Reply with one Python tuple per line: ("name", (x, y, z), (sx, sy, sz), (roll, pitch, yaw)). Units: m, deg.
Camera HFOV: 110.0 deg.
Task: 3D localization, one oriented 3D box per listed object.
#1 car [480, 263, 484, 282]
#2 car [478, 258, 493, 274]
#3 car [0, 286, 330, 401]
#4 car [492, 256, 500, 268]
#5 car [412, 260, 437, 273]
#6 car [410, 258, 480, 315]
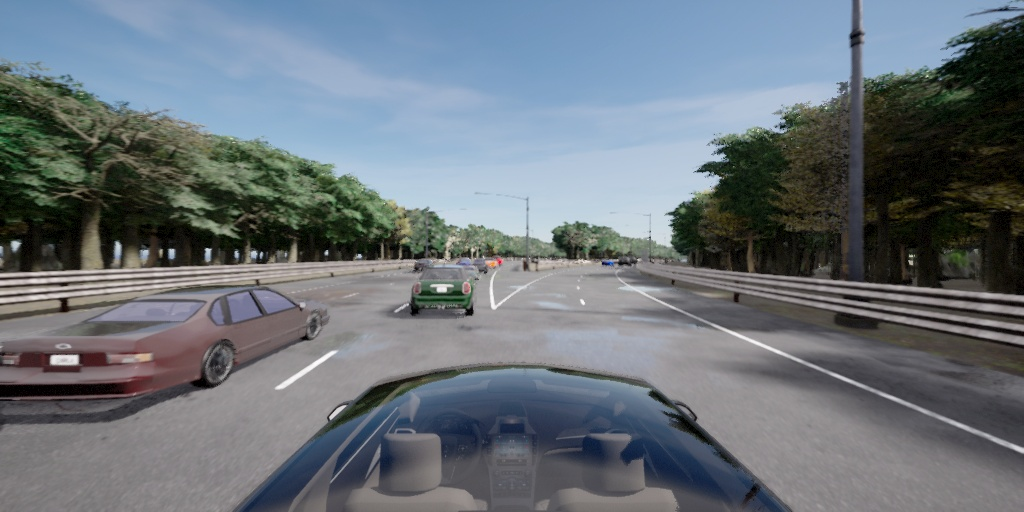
("car", (-3.217, 1.365, 25.692), (1.895, 1.301, 4.718), (0, 0, -3))
("car", (-3.736, 1.287, 41.902), (2.128, 1.511, 4.902), (0, 0, -1))
("car", (-5.401, 1.261, 6.683), (2.033, 1.411, 5.357), (1, 0, -4))
("car", (-3.596, 1.172, 61.111), (2.097, 1.767, 4.553), (0, 0, 2))
("car", (-10.693, 1.245, 44.171), (1.837, 1.490, 4.892), (0, 0, 0))
("car", (-2.426, 1.104, 13.675), (2.097, 1.767, 4.553), (0, 0, -4))
